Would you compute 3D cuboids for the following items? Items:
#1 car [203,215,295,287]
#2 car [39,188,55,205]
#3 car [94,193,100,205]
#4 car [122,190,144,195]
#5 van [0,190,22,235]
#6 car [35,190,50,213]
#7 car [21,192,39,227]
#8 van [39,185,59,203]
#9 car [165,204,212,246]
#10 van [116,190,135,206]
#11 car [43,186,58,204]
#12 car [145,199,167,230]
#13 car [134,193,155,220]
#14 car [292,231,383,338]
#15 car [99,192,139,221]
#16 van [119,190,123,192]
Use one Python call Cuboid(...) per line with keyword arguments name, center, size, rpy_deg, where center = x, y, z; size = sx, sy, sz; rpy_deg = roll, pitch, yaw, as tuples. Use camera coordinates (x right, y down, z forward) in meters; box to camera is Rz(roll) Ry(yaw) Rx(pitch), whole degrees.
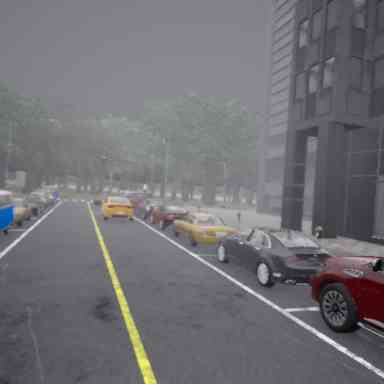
Cuboid(name="car", center=(2.137, 1.664, 9.622), size=(2.008, 1.369, 4.403), rpy_deg=(4, 0, -18))
Cuboid(name="car", center=(-12.728, 0.622, 27.409), size=(1.752, 1.417, 4.829), rpy_deg=(4, 0, -18))
Cuboid(name="car", center=(-10.120, 0.808, 37.976), size=(1.994, 1.385, 4.181), rpy_deg=(4, 0, -18))
Cuboid(name="car", center=(-4.696, 0.930, 30.260), size=(2.192, 1.841, 5.009), rpy_deg=(4, 0, -18))
Cuboid(name="van", center=(-7.634, 0.808, 12.091), size=(1.690, 1.788, 3.998), rpy_deg=(4, 0, -18))
Cuboid(name="car", center=(-11.073, 0.783, 22.410), size=(1.947, 1.339, 4.313), rpy_deg=(4, 0, -18))
Cuboid(name="car", center=(-9.305, 0.870, 17.090), size=(1.752, 1.417, 4.829), rpy_deg=(4, 0, -18))
Cuboid(name="van", center=(-16.194, 0.187, 37.889), size=(1.690, 1.788, 3.998), rpy_deg=(4, 0, -18))
Cuboid(name="car", center=(0.373, 1.510, 14.943), size=(1.752, 1.417, 4.829), rpy_deg=(4, 0, -18))
Cuboid(name="van", center=(-8.121, 0.709, 40.580), size=(1.690, 1.788, 3.998), rpy_deg=(4, 0, -18))
Cuboid(name="car", center=(-14.488, 0.409, 32.729), size=(1.967, 1.590, 4.097), rpy_deg=(4, 0, -18))
Cuboid(name="car", center=(-1.287, 1.408, 19.942), size=(1.887, 1.381, 4.507), rpy_deg=(4, 0, -18))
Cuboid(name="car", center=(-2.992, 1.179, 25.101), size=(1.967, 1.590, 4.097), rpy_deg=(4, 0, -18))
Cuboid(name="car", center=(3.863, 1.555, 4.462), size=(2.192, 1.841, 5.009), rpy_deg=(4, 0, -18))
Cuboid(name="car", center=(-5.297, 1.070, 23.448), size=(1.882, 1.535, 5.008), rpy_deg=(4, 0, -18))
Cuboid(name="van", center=(-6.410, 0.833, 35.420), size=(1.690, 1.788, 3.998), rpy_deg=(4, 0, -18))
